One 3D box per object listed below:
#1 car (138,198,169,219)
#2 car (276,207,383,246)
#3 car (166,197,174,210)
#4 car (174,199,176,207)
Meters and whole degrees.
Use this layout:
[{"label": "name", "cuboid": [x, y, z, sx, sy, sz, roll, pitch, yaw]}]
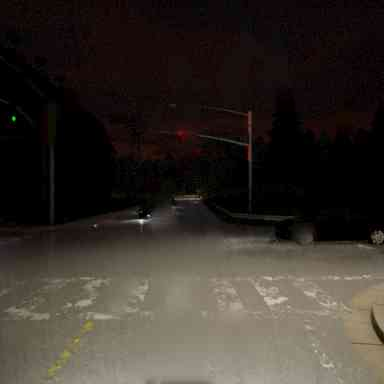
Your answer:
[{"label": "car", "cuboid": [-3.542, 1.550, 29.873, 2.033, 1.411, 5.357, 0, 0, 0]}, {"label": "car", "cuboid": [6.264, 1.455, 14.726, 5.008, 1.535, 1.882, 0, 0, -2]}, {"label": "car", "cuboid": [-3.522, 1.509, 39.714, 1.837, 1.490, 4.892, 0, 0, 0]}, {"label": "car", "cuboid": [-3.484, 1.531, 52.265, 1.812, 1.442, 4.674, 0, 0, 0]}]
